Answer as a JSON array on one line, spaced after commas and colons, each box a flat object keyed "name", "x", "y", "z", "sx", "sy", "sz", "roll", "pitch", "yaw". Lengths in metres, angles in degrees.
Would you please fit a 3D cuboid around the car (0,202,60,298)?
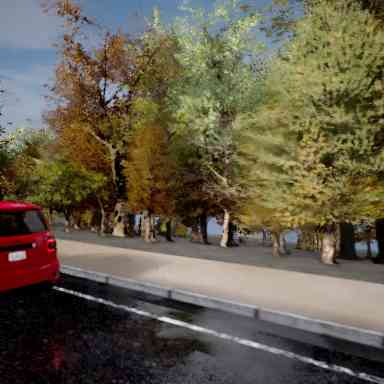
[{"name": "car", "x": -5.275, "y": 1.241, "z": 7.446, "sx": 5.566, "sy": 2.045, "sz": 2.150, "roll": 0, "pitch": 0, "yaw": 35}]
